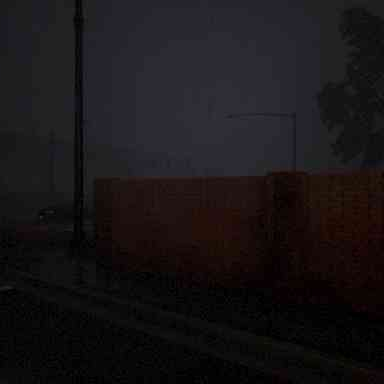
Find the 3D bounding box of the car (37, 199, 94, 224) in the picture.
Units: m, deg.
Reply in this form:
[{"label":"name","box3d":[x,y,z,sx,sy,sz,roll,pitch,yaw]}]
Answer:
[{"label":"car","box3d":[-8.945,1.525,24.561,1.812,1.442,4.674,0,0,36]}]

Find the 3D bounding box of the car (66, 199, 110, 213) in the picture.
[{"label":"car","box3d":[-11.938,1.525,38.515,1.812,1.442,4.674,0,0,36]}]
